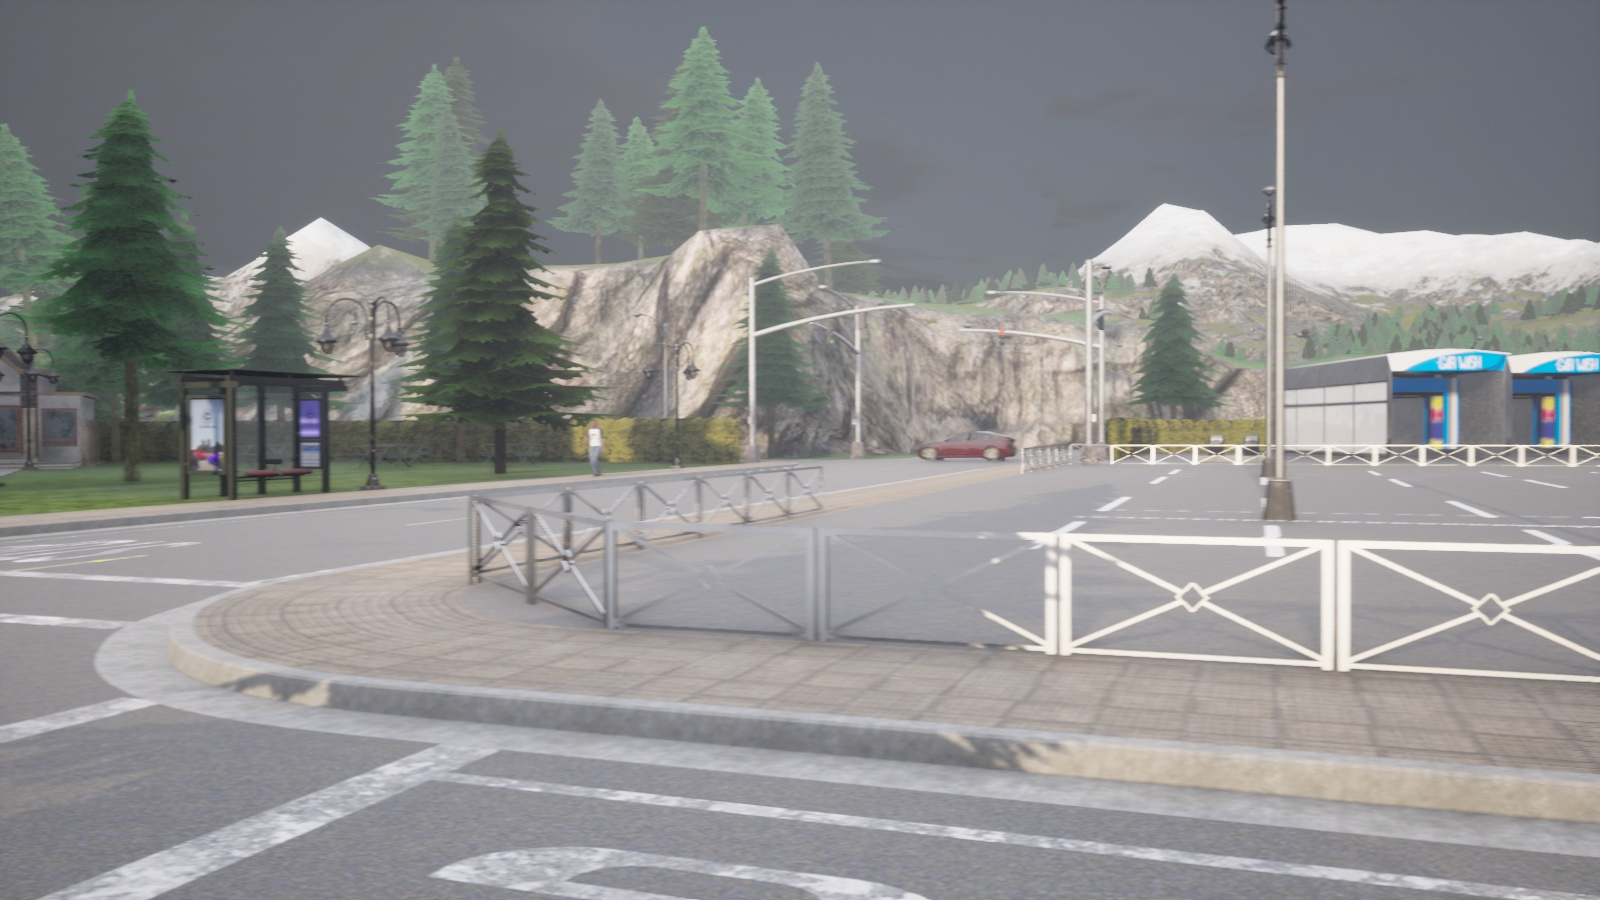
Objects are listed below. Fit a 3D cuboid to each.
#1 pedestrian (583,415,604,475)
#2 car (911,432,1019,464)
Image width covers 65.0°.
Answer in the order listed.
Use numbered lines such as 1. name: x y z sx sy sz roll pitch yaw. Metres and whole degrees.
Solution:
1. pedestrian: -6.327 -0.155 38.571 0.354 1.836 0.706 1 1 17
2. car: 7.945 -0.116 60.518 4.792 1.488 2.163 1 1 20
